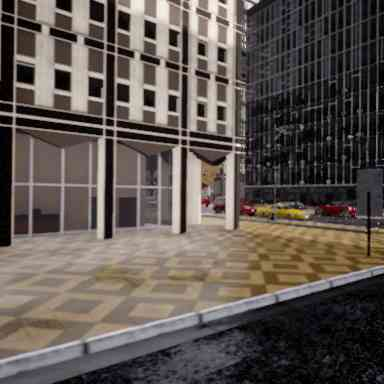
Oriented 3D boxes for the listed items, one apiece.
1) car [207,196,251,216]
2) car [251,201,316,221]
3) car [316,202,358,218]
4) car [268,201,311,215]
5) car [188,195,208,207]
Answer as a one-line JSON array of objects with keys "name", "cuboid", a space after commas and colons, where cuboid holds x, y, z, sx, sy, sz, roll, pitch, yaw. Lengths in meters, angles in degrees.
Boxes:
[{"name": "car", "cuboid": [4.172, 1.396, 32.955, 2.192, 1.841, 5.009, 1, 0, -36]}, {"name": "car", "cuboid": [7.621, 1.642, 28.232, 1.752, 1.417, 4.829, 1, 0, -36]}, {"name": "car", "cuboid": [14.468, 1.674, 33.505, 1.967, 1.590, 4.097, 1, 0, -36]}, {"name": "car", "cuboid": [11.066, 1.750, 38.052, 2.008, 1.369, 4.403, 1, 0, -36]}, {"name": "car", "cuboid": [0.873, 1.402, 51.684, 2.192, 1.841, 5.009, 1, 0, -36]}]
